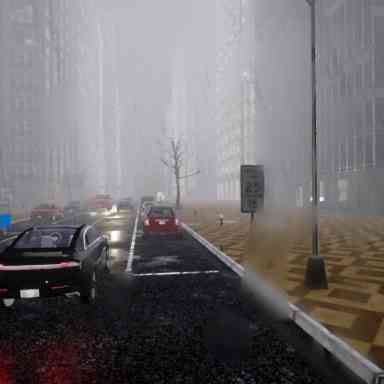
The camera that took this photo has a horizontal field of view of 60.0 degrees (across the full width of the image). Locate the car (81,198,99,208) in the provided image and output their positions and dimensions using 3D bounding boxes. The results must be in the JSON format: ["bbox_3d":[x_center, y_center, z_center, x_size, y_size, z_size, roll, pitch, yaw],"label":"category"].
[{"bbox_3d":[-15.227,1.654,49.730,1.947,1.339,4.313,0,0,-9],"label":"car"}]

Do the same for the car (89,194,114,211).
[{"bbox_3d":[-11.385,1.286,42.335,2.150,2.045,5.566,0,0,-9],"label":"car"}]

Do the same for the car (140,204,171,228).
[{"bbox_3d":[-2.581,1.576,22.868,1.947,1.339,4.313,0,0,-9],"label":"car"}]

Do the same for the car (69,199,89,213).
[{"bbox_3d":[-13.510,1.642,38.481,1.947,1.339,4.313,0,0,-9],"label":"car"}]

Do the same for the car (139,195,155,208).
[{"bbox_3d":[-6.939,1.354,50.976,2.192,1.841,5.009,0,0,-9],"label":"car"}]

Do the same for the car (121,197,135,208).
[{"bbox_3d":[-9.382,1.531,49.188,1.882,1.535,5.008,0,0,-8],"label":"car"}]

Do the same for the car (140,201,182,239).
[{"bbox_3d":[-1.667,1.444,17.253,1.967,1.590,4.097,0,0,-9],"label":"car"}]

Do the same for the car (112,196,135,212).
[{"bbox_3d":[-7.799,1.534,39.118,2.128,1.511,4.902,0,0,-8],"label":"car"}]

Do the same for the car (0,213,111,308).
[{"bbox_3d":[-3.108,1.503,8.018,2.128,1.511,4.902,0,0,-9],"label":"car"}]

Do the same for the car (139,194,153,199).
[{"bbox_3d":[-6.080,1.349,45.352,2.192,1.841,5.009,0,0,-9],"label":"car"}]

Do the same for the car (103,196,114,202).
[{"bbox_3d":[-19.521,1.685,77.850,1.947,1.339,4.313,0,0,-9],"label":"car"}]

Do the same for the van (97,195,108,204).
[{"bbox_3d":[-17.803,1.447,66.602,1.690,1.788,3.998,0,0,-9],"label":"van"}]

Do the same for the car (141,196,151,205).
[{"bbox_3d":[-8.683,1.577,62.391,1.752,1.417,4.829,0,0,-9],"label":"car"}]

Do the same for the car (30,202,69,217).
[{"bbox_3d":[-11.802,1.610,27.235,1.887,1.381,4.507,0,0,-9],"label":"car"}]

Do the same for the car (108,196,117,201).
[{"bbox_3d":[-21.239,1.683,89.097,2.008,1.369,4.403,0,0,-9],"label":"car"}]

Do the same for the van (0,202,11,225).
[{"bbox_3d":[-10.194,1.395,15.971,1.690,1.788,3.998,0,0,-9],"label":"van"}]

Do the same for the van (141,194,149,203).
[{"bbox_3d":[-10.374,1.405,73.471,1.690,1.788,3.998,0,0,-9],"label":"van"}]

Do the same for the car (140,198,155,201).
[{"bbox_3d":[-4.364,1.604,34.104,1.802,1.307,4.206,0,0,-9],"label":"car"}]
